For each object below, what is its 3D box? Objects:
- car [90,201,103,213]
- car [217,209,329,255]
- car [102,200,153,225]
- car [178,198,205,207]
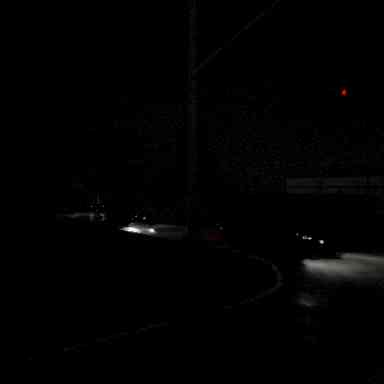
[{"bbox_3d":[-9.389,1.601,37.425,1.895,1.301,4.718,0,0,18],"label":"car"},{"bbox_3d":[3.081,1.505,13.604,1.837,1.490,4.892,0,0,-37],"label":"car"},{"bbox_3d":[-4.558,1.505,24.097,1.837,1.490,4.892,0,0,-35],"label":"car"},{"bbox_3d":[0.152,1.608,49.993,4.718,1.301,1.895,0,0,-39],"label":"car"}]
